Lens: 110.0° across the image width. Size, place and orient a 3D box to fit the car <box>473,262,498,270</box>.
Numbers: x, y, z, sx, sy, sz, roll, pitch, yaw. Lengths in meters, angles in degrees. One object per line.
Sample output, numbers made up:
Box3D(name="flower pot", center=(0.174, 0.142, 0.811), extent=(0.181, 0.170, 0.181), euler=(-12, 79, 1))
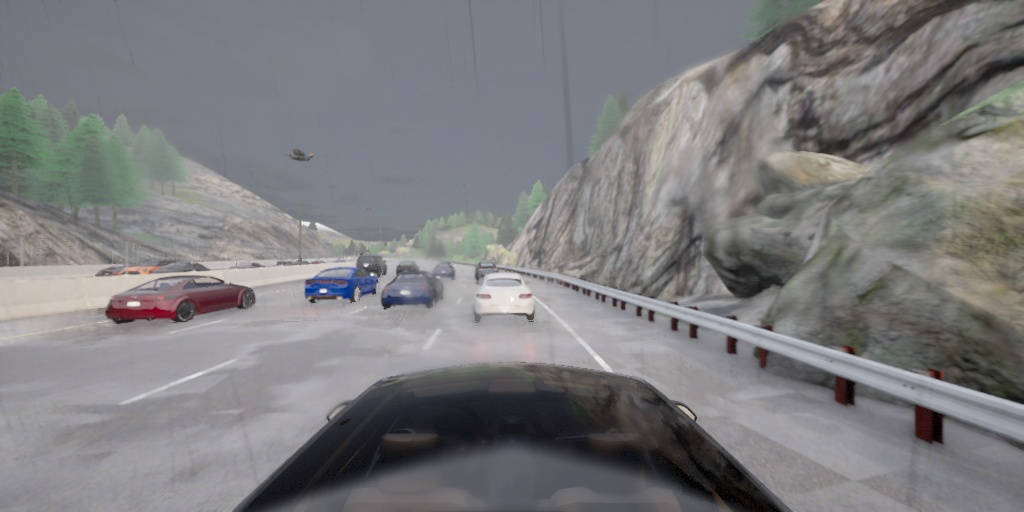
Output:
Box3D(name="car", center=(-2.160, 1.225, 29.830), extent=(2.128, 1.511, 4.902), euler=(0, 0, -8))

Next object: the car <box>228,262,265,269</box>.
Box3D(name="car", center=(-24.031, 1.302, 32.350), extent=(1.812, 1.442, 4.674), euler=(0, 0, -10))

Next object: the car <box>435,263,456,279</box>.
Box3D(name="car", center=(-6.103, 1.303, 32.364), extent=(1.994, 1.385, 4.181), euler=(0, 0, -9))

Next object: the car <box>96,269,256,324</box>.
Box3D(name="car", center=(-10.838, 1.329, 12.158), extent=(1.994, 1.385, 4.181), euler=(0, 0, -3))

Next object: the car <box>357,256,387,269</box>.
Box3D(name="car", center=(-13.626, 0.975, 34.874), extent=(2.150, 2.045, 5.566), euler=(0, 0, -11))

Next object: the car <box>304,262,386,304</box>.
Box3D(name="car", center=(-7.650, 1.232, 16.634), extent=(1.882, 1.535, 5.008), euler=(0, 0, -4))

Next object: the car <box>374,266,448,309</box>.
Box3D(name="car", center=(-4.024, 1.312, 15.072), extent=(1.994, 1.385, 4.181), euler=(0, 0, -4))

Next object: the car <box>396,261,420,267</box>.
Box3D(name="car", center=(-10.124, 1.223, 35.030), extent=(1.882, 1.535, 5.008), euler=(0, 0, -10))

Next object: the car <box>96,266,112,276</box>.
Box3D(name="car", center=(-34.725, 1.363, 32.344), extent=(1.994, 1.385, 4.181), euler=(0, 0, -11))

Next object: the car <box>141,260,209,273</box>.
Box3D(name="car", center=(-27.068, 1.290, 29.368), extent=(1.837, 1.490, 4.892), euler=(0, 0, -10))

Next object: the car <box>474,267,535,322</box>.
Box3D(name="car", center=(-0.315, 1.269, 12.183), extent=(1.812, 1.442, 4.674), euler=(0, 0, -3))

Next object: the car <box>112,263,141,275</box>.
Box3D(name="car", center=(-30.888, 1.144, 30.849), extent=(2.097, 1.767, 4.553), euler=(0, 0, -10))
